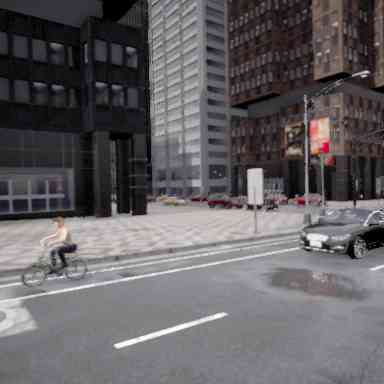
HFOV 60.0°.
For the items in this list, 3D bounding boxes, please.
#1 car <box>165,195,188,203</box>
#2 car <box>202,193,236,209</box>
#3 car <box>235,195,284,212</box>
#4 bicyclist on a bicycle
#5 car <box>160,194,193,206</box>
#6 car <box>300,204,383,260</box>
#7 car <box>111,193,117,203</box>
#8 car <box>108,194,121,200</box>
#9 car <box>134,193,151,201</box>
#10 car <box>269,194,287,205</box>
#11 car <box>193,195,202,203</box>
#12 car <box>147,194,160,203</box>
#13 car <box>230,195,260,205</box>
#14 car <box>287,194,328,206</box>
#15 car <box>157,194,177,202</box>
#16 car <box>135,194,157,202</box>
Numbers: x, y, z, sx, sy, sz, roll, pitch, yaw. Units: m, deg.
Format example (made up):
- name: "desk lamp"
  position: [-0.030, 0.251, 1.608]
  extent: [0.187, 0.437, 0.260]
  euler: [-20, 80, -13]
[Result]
- name: "car"
  position: [-2.781, 1.238, 58.719]
  extent: [1.994, 1.385, 4.181]
  euler: [-2, 1, -35]
- name: "car"
  position: [3.903, 1.085, 39.378]
  extent: [2.192, 1.841, 5.009]
  euler: [-2, 1, -35]
- name: "car"
  position: [7.061, 1.317, 34.965]
  extent: [1.947, 1.339, 4.313]
  euler: [-2, 1, -35]
- name: "bicyclist on a bicycle"
  position: [-3.267, 1.409, 7.981]
  extent: [1.509, 1.612, 0.866]
  euler: [-1, 1, -35]
- name: "car"
  position: [-2.294, 1.334, 48.078]
  extent: [1.752, 1.417, 4.829]
  euler: [-2, 1, -35]
- name: "car"
  position: [5.866, 1.322, 11.803]
  extent: [4.902, 1.511, 2.128]
  euler: [-1, 0, -35]
- name: "car"
  position: [-15.003, 1.209, 65.882]
  extent: [2.192, 1.841, 5.009]
  euler: [-2, 1, -35]
- name: "car"
  position: [-20.654, 1.292, 88.493]
  extent: [2.008, 1.369, 4.403]
  euler: [-2, 1, -35]
- name: "car"
  position: [-11.207, 1.109, 75.242]
  extent: [1.967, 1.590, 4.097]
  euler: [-2, 1, -35]
- name: "car"
  position: [10.846, 0.963, 44.326]
  extent: [1.967, 1.590, 4.097]
  euler: [-2, 1, -35]
- name: "car"
  position: [1.398, 1.126, 57.577]
  extent: [1.887, 1.381, 4.507]
  euler: [-2, 1, -35]
- name: "car"
  position: [-8.317, 1.261, 61.280]
  extent: [1.882, 1.535, 5.008]
  euler: [-2, 1, -35]
- name: "car"
  position: [7.700, 1.124, 48.745]
  extent: [1.802, 1.307, 4.206]
  euler: [-2, 1, -35]
- name: "car"
  position: [13.996, 0.943, 39.910]
  extent: [1.967, 1.590, 4.097]
  euler: [-2, 1, -35]
- name: "car"
  position: [-5.002, 1.150, 66.548]
  extent: [1.752, 1.417, 4.829]
  euler: [-2, 1, -35]
- name: "car"
  position: [-9.496, 1.251, 68.100]
  extent: [2.033, 1.411, 5.357]
  euler: [-2, 1, -35]
